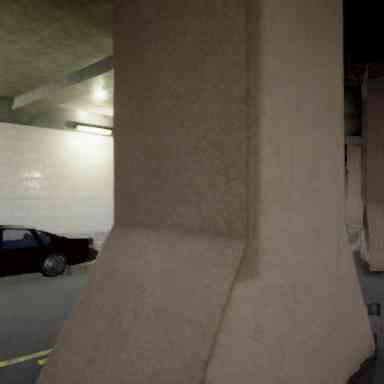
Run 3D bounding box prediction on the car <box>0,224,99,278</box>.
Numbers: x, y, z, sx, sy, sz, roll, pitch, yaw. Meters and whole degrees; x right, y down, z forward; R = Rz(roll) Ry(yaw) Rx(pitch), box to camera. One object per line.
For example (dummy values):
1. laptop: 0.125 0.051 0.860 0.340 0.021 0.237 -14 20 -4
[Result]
1. car: -5.277 1.596 8.792 5.357 1.411 2.033 0 0 -36
